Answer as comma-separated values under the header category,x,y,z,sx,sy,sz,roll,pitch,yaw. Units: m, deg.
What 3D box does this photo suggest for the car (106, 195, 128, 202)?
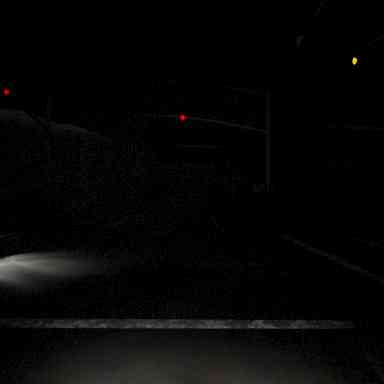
category,x,y,z,sx,sy,sz,roll,pitch,yaw
car,-16.579,1.339,73.988,4.514,1.523,2.007,0,0,-1

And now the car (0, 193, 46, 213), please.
category,x,y,z,sx,sy,sz,roll,pitch,yaw
car,-16.806,1.077,33.267,3.866,1.878,1.905,0,0,-1

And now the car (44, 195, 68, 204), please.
category,x,y,z,sx,sy,sz,roll,pitch,yaw
car,-24.097,1.319,58.953,3.633,1.501,1.845,0,0,-1

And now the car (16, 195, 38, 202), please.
category,x,y,z,sx,sy,sz,roll,pitch,yaw
car,-35.171,1.384,70.870,3.806,1.475,1.970,0,0,-1

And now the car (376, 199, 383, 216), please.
category,x,y,z,sx,sy,sz,roll,pitch,yaw
car,17.197,1.480,32.953,2.242,1.667,4.611,0,0,-1

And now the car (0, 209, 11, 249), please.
category,x,y,z,sx,sy,sz,roll,pitch,yaw
car,-8.805,1.357,10.321,5.357,1.411,2.033,0,0,6

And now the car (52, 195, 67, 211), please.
category,x,y,z,sx,sy,sz,roll,pitch,yaw
car,-16.218,1.361,36.595,3.806,1.475,1.970,0,0,-1

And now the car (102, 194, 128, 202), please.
category,x,y,z,sx,sy,sz,roll,pitch,yaw
car,-16.505,1.330,70.852,5.027,1.636,2.152,0,0,-1

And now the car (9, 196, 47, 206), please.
category,x,y,z,sx,sy,sz,roll,pitch,yaw
car,-24.071,1.298,48.960,4.514,1.523,2.007,0,0,-1
